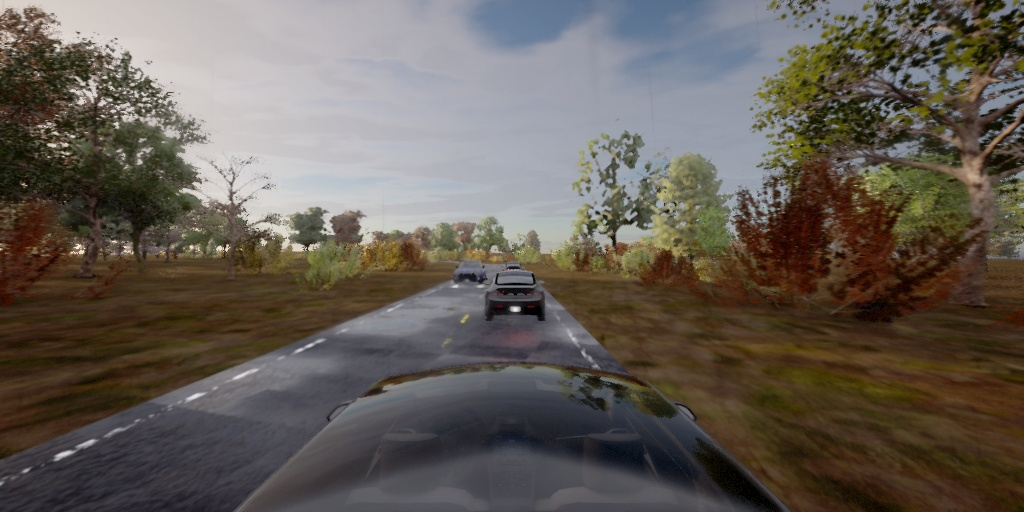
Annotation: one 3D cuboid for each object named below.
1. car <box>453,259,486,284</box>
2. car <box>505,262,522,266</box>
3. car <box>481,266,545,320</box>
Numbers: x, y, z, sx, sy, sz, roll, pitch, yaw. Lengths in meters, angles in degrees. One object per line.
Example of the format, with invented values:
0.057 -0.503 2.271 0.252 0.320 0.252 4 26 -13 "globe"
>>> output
-3.060 1.106 26.922 2.097 1.767 4.553 0 0 0 "car"
0.101 1.261 30.657 1.837 1.490 4.892 0 0 0 "car"
0.100 1.257 12.559 1.837 1.490 4.892 0 0 0 "car"
